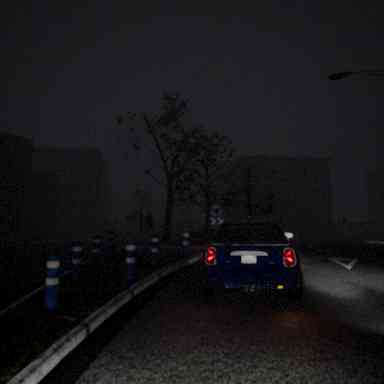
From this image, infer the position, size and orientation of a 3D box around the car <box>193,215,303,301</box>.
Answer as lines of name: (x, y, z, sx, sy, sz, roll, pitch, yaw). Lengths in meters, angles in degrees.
car: (1.591, 1.473, 8.770, 2.097, 1.767, 4.553, -1, -3, 12)

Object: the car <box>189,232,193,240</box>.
car: (1.686, 5.103, 40.321, 4.892, 1.490, 1.837, 0, -9, 2)
